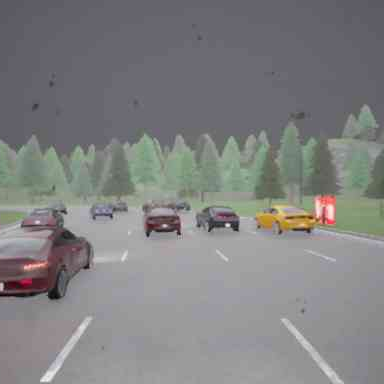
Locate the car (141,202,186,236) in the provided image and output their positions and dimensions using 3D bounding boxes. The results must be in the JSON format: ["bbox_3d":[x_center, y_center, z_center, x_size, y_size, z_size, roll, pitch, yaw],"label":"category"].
[{"bbox_3d":[-1.861,1.597,19.359,1.882,1.535,5.008,0,-1,-11],"label":"car"}]

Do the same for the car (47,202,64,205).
[{"bbox_3d":[-16.400,1.899,40.017,1.994,1.385,4.181,0,-1,-29],"label":"car"}]

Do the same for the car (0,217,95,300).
[{"bbox_3d":[-3.810,1.600,8.399,1.812,1.442,4.674,0,-1,-5],"label":"car"}]

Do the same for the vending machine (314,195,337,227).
[{"bbox_3d":[8.879,1.253,22.131,1.100,2.100,0.880,0,0,-12],"label":"vending machine"}]

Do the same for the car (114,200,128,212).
[{"bbox_3d":[-9.618,1.789,42.193,2.128,1.511,4.902,0,-1,-28],"label":"car"}]

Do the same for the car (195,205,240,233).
[{"bbox_3d":[1.457,1.606,20.623,1.837,1.490,4.892,1,-1,-12],"label":"car"}]

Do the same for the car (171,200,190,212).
[{"bbox_3d":[-1.838,1.747,42.209,1.837,1.490,4.892,1,-1,-25],"label":"car"}]

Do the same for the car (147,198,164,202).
[{"bbox_3d":[-4.537,1.602,39.634,2.097,1.767,4.553,0,0,-24],"label":"car"}]

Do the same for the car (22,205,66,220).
[{"bbox_3d":[-9.491,1.748,21.380,1.994,1.385,4.181,0,0,-13],"label":"car"}]

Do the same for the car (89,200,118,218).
[{"bbox_3d":[-8.866,1.786,32.243,2.033,1.411,5.357,0,0,-22],"label":"car"}]

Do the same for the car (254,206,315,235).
[{"bbox_3d":[5.231,1.547,19.541,1.882,1.535,5.008,0,-1,-10],"label":"car"}]
